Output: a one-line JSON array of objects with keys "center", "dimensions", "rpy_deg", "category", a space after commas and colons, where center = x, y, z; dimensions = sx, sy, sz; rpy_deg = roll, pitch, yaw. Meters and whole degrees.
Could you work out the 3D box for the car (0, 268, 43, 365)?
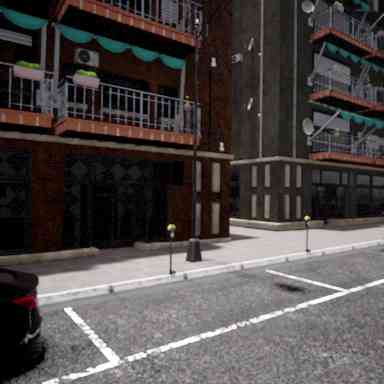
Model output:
[{"center": [-4.002, 1.562, 3.708], "dimensions": [4.313, 1.339, 1.947], "rpy_deg": [0, 1, -35], "category": "car"}]
